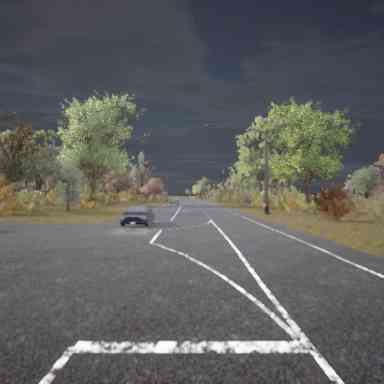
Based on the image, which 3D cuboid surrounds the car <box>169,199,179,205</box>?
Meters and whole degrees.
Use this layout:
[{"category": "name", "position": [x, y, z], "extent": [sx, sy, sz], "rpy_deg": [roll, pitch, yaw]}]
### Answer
[{"category": "car", "position": [-3.777, 2.166, 72.648], "extent": [2.033, 1.411, 5.357], "rpy_deg": [0, -1, 2]}]

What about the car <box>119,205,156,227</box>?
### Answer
[{"category": "car", "position": [-3.545, 1.603, 22.594], "extent": [2.033, 1.411, 5.357], "rpy_deg": [1, -2, 0]}]
